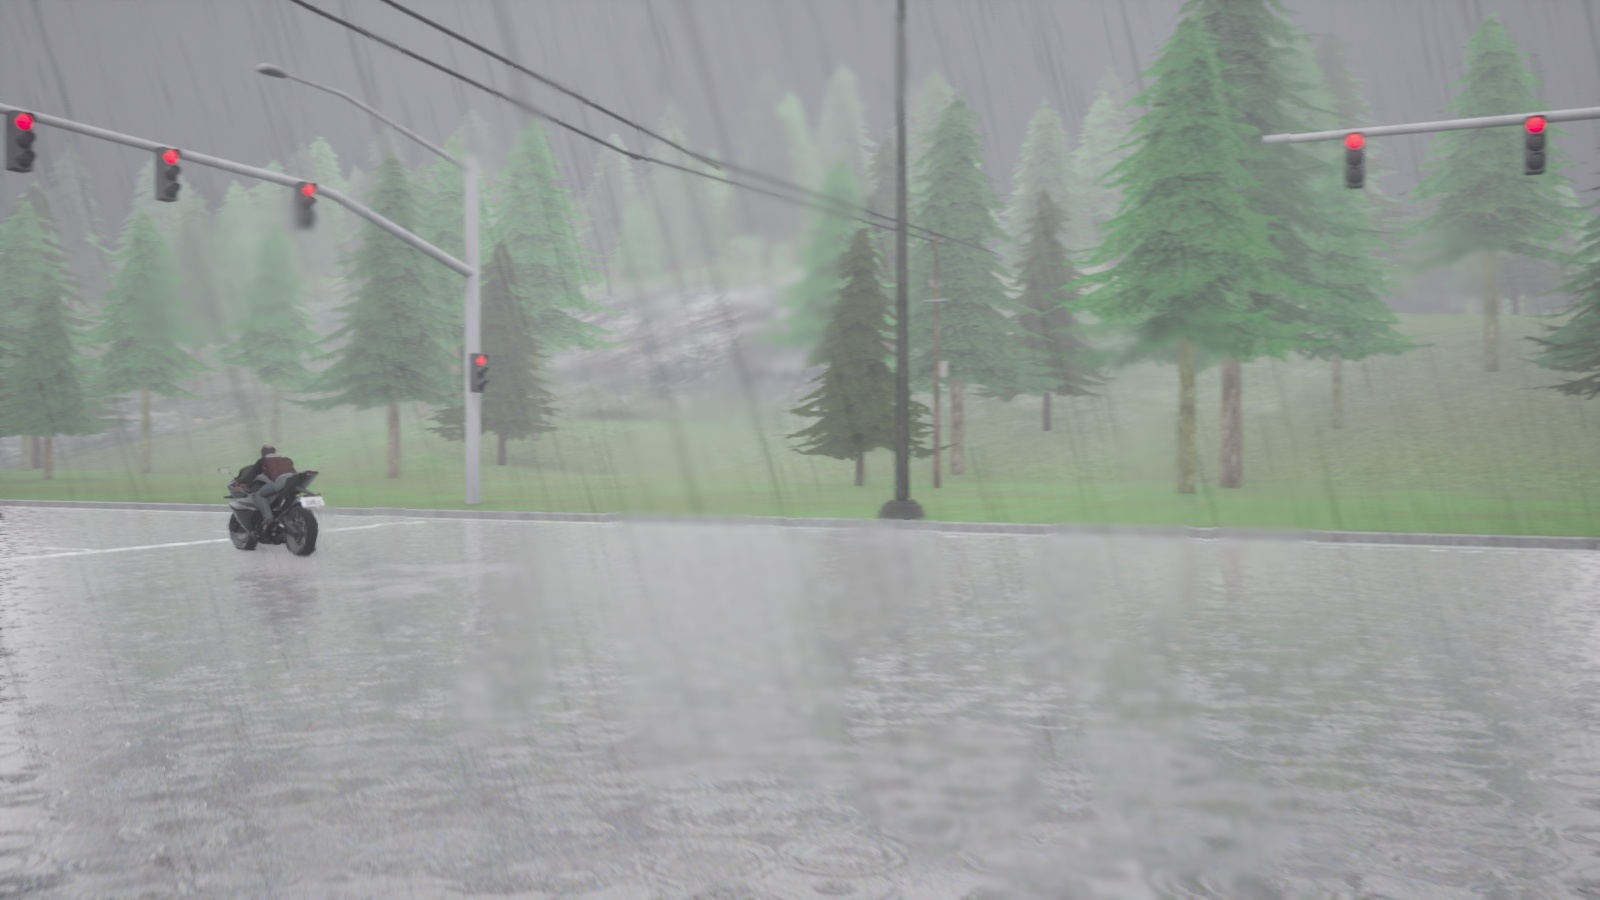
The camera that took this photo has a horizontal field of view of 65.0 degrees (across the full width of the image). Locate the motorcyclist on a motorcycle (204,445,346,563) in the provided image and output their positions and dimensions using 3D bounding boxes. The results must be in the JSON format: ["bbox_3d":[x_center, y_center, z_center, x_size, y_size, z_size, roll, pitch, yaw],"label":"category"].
[{"bbox_3d":[-7.253,0.696,17.295,2.191,1.530,0.866,0,1,40],"label":"motorcyclist on a motorcycle"}]
